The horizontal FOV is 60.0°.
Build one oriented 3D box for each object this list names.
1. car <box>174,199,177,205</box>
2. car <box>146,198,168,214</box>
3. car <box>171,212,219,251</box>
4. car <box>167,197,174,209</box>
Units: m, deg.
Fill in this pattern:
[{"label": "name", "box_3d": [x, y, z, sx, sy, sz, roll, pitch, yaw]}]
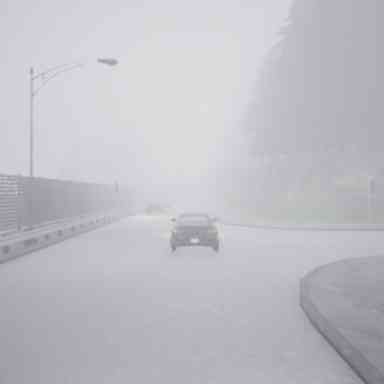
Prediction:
[{"label": "car", "box_3d": [-4.075, 1.737, 63.878, 1.994, 1.385, 4.181, 0, 0, 4]}, {"label": "car", "box_3d": [-4.081, 1.703, 37.665, 1.895, 1.301, 4.718, 0, 0, 0]}, {"label": "car", "box_3d": [0.098, 1.564, 14.127, 1.812, 1.442, 4.674, 0, 0, 0]}, {"label": "car", "box_3d": [-4.064, 1.633, 49.047, 1.837, 1.490, 4.892, 0, 1, 0]}]
